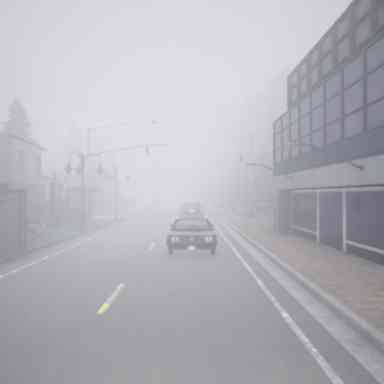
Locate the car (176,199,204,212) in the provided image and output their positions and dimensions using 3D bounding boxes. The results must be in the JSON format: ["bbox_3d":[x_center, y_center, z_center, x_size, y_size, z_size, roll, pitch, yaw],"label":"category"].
[{"bbox_3d":[-0.006,1.622,29.084,2.097,1.767,4.553,0,-1,0],"label":"car"}]

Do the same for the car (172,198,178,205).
[{"bbox_3d":[-3.526,2.245,77.408,1.812,1.442,4.674,0,-1,0],"label":"car"}]

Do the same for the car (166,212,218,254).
[{"bbox_3d":[-0.002,1.733,14.102,1.895,1.301,4.718,0,0,0],"label":"car"}]
